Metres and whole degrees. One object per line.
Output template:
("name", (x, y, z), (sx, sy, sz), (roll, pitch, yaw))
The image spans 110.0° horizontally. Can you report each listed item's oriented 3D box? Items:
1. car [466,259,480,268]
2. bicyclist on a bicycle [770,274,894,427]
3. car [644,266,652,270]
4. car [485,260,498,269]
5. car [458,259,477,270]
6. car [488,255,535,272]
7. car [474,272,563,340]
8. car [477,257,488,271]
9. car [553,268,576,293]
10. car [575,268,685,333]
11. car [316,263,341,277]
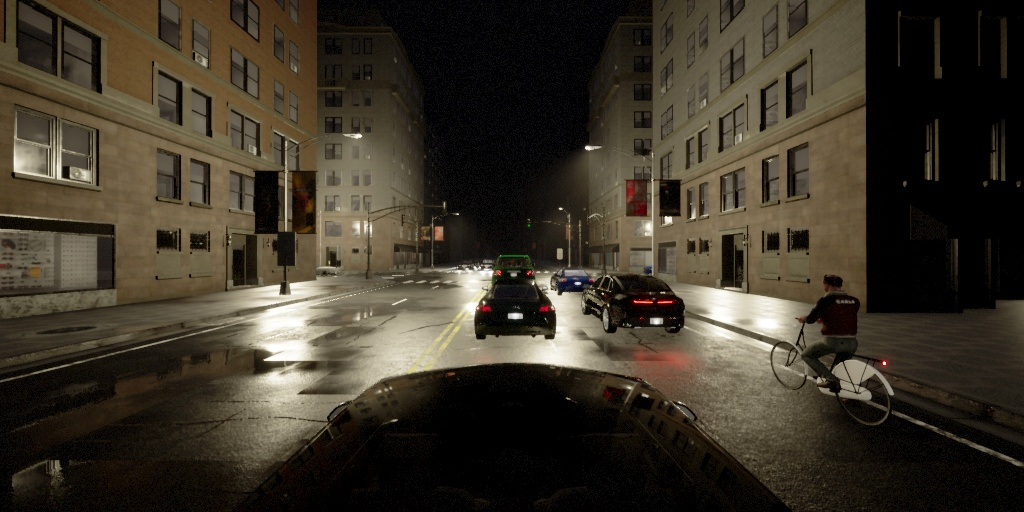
("car", (-6.642, 1.273, 61.257), (1.837, 1.490, 4.892), (0, 0, 0))
("bicyclist on a bicycle", (4.140, 1.121, 4.834), (0.659, 1.776, 1.843), (0, 0, 0))
("car", (16.363, 1.289, 37.584), (5.008, 1.535, 1.882), (0, 0, 0))
("car", (-3.396, 1.369, 60.255), (1.895, 1.301, 4.718), (0, 0, 0))
("car", (-6.645, 1.292, 52.247), (1.812, 1.442, 4.674), (0, 0, 0))
("car", (0.079, 0.975, 19.440), (2.150, 2.045, 5.566), (0, 0, 0))
("car", (0.087, 1.315, 10.027), (1.994, 1.385, 4.181), (0, 0, 0))
("car", (-3.397, 1.257, 50.991), (2.128, 1.511, 4.902), (0, 0, 0))
("car", (3.228, 1.317, 19.589), (1.994, 1.385, 4.181), (0, 0, 0))
("car", (3.336, 1.256, 10.693), (1.837, 1.490, 4.892), (0, 0, 0))
("car", (-19.215, 1.335, 34.738), (4.718, 1.301, 1.895), (0, 0, 3))
